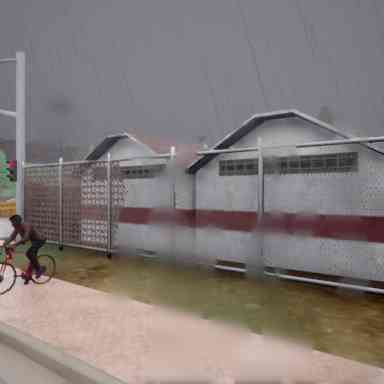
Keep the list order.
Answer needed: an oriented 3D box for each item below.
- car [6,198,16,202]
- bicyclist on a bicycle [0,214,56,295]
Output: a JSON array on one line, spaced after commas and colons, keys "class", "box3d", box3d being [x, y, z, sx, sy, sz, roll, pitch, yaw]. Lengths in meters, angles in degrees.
[{"class": "car", "box3d": [-22.352, 1.476, 42.727, 1.882, 1.535, 5.008, 0, 0, 35]}, {"class": "bicyclist on a bicycle", "box3d": [-3.639, 1.301, 7.156, 0.582, 1.620, 1.656, 0, 0, 30]}]
